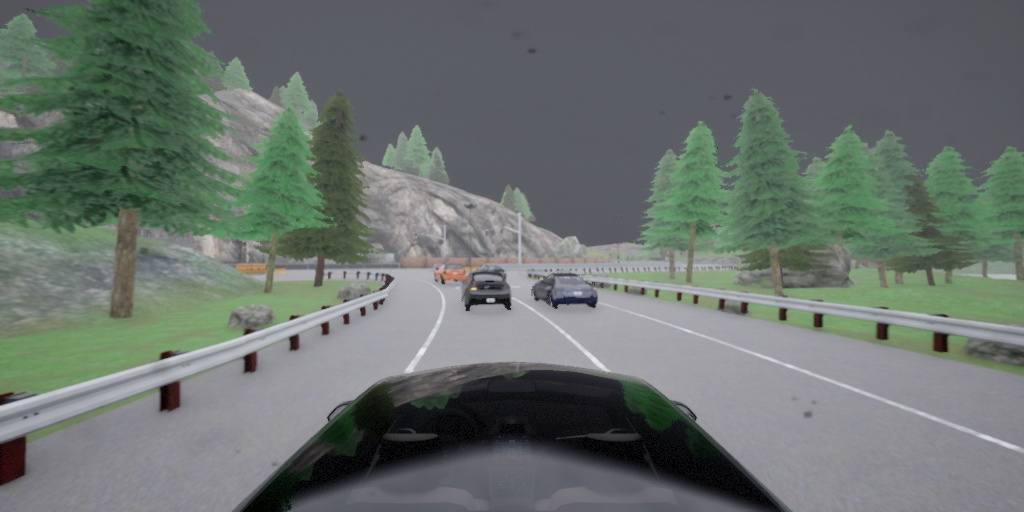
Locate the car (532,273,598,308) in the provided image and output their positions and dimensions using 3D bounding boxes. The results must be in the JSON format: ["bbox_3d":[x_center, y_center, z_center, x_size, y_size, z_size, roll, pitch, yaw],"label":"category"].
[{"bbox_3d":[2.242,1.461,16.161,1.994,1.385,4.181,0,-1,-11],"label":"car"}]

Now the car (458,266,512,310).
[{"bbox_3d":[-1.221,1.398,15.648,1.837,1.490,4.892,0,0,-10],"label":"car"}]

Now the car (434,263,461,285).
[{"bbox_3d":[-5.271,1.391,30.297,2.097,1.767,4.553,0,-1,-21],"label":"car"}]
